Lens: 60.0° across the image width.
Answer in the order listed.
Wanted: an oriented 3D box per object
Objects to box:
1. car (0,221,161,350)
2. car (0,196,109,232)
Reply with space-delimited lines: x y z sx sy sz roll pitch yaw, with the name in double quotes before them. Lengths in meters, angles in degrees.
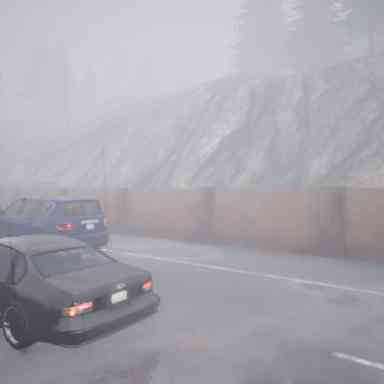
"car" -3.081 1.522 6.183 5.357 1.411 2.033 0 0 35
"car" -5.438 1.174 12.144 5.566 2.045 2.150 1 0 35
